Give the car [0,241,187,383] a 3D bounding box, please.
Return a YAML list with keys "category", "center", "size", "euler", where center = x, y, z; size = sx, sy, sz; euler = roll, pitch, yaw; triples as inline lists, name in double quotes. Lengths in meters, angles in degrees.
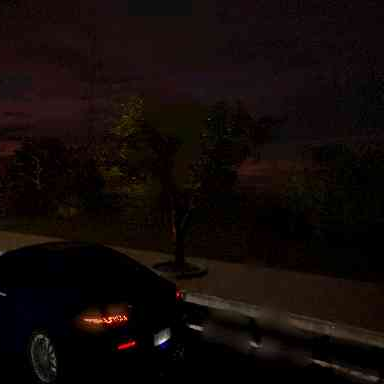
- category: "car"
  center: [-2.221, 1.525, 5.271]
  size: [4.674, 1.442, 1.812]
  euler: [0, 0, 36]
